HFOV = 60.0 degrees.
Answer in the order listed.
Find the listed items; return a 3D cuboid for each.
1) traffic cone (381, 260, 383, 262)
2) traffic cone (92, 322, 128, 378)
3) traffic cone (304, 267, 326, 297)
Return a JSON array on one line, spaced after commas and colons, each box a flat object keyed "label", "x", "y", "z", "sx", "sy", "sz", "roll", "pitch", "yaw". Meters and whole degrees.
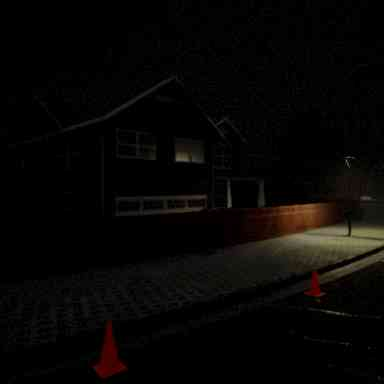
[{"label": "traffic cone", "x": 6.272, "y": 1.929, "z": 10.594, "sx": 0.340, "sy": 0.580, "sz": 0.340, "roll": 0, "pitch": 0, "yaw": -44}, {"label": "traffic cone", "x": -1.053, "y": 1.965, "z": 4.255, "sx": 0.340, "sy": 0.580, "sz": 0.340, "roll": 0, "pitch": 0, "yaw": -37}, {"label": "traffic cone", "x": 2.708, "y": 1.947, "z": 7.311, "sx": 0.340, "sy": 0.580, "sz": 0.340, "roll": 0, "pitch": 0, "yaw": -41}]
